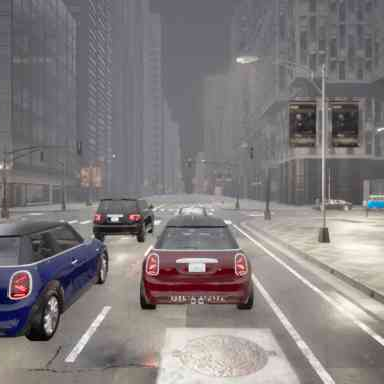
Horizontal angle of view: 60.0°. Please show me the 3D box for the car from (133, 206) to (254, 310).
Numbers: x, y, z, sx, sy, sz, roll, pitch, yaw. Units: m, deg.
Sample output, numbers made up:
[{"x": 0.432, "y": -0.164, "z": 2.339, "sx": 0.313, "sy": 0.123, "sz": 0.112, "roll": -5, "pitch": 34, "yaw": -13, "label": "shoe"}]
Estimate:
[{"x": 0.085, "y": 1.352, "z": 7.979, "sx": 2.097, "sy": 1.767, "sz": 4.553, "roll": 0, "pitch": 0, "yaw": 0, "label": "car"}]

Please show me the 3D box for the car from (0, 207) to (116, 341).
[{"x": -3.163, "y": 1.352, "z": 6.660, "sx": 2.097, "sy": 1.767, "sz": 4.553, "roll": 0, "pitch": 0, "yaw": 0, "label": "car"}]

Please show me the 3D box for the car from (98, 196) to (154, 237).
[{"x": -3.181, "y": 1.222, "z": 16.372, "sx": 2.150, "sy": 2.045, "sz": 5.566, "roll": 0, "pitch": 0, "yaw": 0, "label": "car"}]

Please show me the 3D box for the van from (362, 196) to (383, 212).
[{"x": 21.423, "y": 1.292, "z": 37.565, "sx": 3.998, "sy": 1.788, "sz": 1.690, "roll": 0, "pitch": 0, "yaw": 0, "label": "van"}]

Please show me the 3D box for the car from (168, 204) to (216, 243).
[{"x": 0.057, "y": 1.491, "z": 17.166, "sx": 2.128, "sy": 1.511, "sz": 4.902, "roll": 0, "pitch": 0, "yaw": 2, "label": "car"}]

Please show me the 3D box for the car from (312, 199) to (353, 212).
[{"x": 15.805, "y": 1.513, "z": 37.579, "sx": 4.403, "sy": 1.369, "sz": 2.008, "roll": 0, "pitch": 0, "yaw": 0, "label": "car"}]
